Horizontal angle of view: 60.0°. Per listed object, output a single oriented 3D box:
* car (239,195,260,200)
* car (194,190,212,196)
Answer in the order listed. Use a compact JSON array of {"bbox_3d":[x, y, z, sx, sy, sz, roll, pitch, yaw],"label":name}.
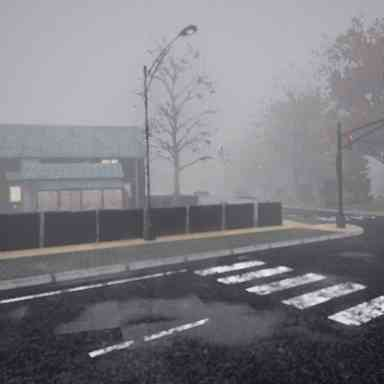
[{"bbox_3d":[6.721,1.157,39.065,1.882,1.535,5.008,-2,1,-15],"label":"car"},{"bbox_3d":[1.810,0.719,57.524,2.150,2.045,5.566,-2,1,-15],"label":"car"}]
